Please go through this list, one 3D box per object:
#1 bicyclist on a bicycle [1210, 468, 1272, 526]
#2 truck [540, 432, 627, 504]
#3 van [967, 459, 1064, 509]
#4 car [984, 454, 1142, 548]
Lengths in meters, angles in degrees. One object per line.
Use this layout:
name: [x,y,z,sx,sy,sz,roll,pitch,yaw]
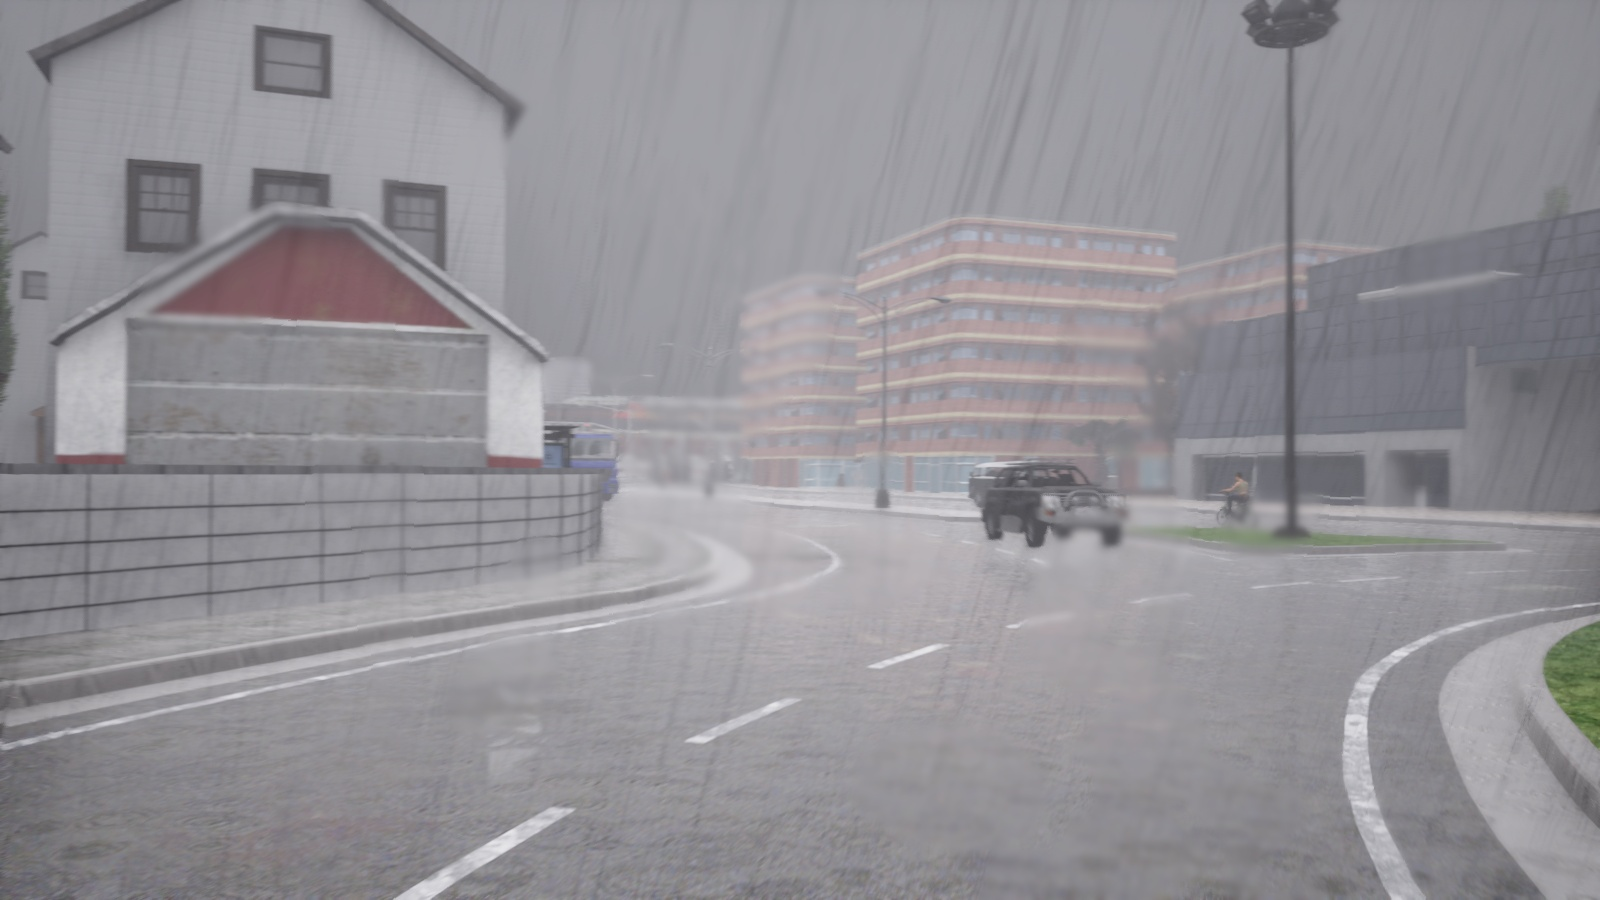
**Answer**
bicyclist on a bicycle: [12.658,1.338,36.087,0.866,1.612,1.509,1,-1,-26]
truck: [-11.283,0.942,64.884,2.891,3.462,7.936,0,-1,-21]
van: [9.165,1.429,53.864,2.069,2.038,4.480,0,-1,-21]
car: [5.600,1.086,27.399,1.932,1.855,4.605,0,-2,-8]
